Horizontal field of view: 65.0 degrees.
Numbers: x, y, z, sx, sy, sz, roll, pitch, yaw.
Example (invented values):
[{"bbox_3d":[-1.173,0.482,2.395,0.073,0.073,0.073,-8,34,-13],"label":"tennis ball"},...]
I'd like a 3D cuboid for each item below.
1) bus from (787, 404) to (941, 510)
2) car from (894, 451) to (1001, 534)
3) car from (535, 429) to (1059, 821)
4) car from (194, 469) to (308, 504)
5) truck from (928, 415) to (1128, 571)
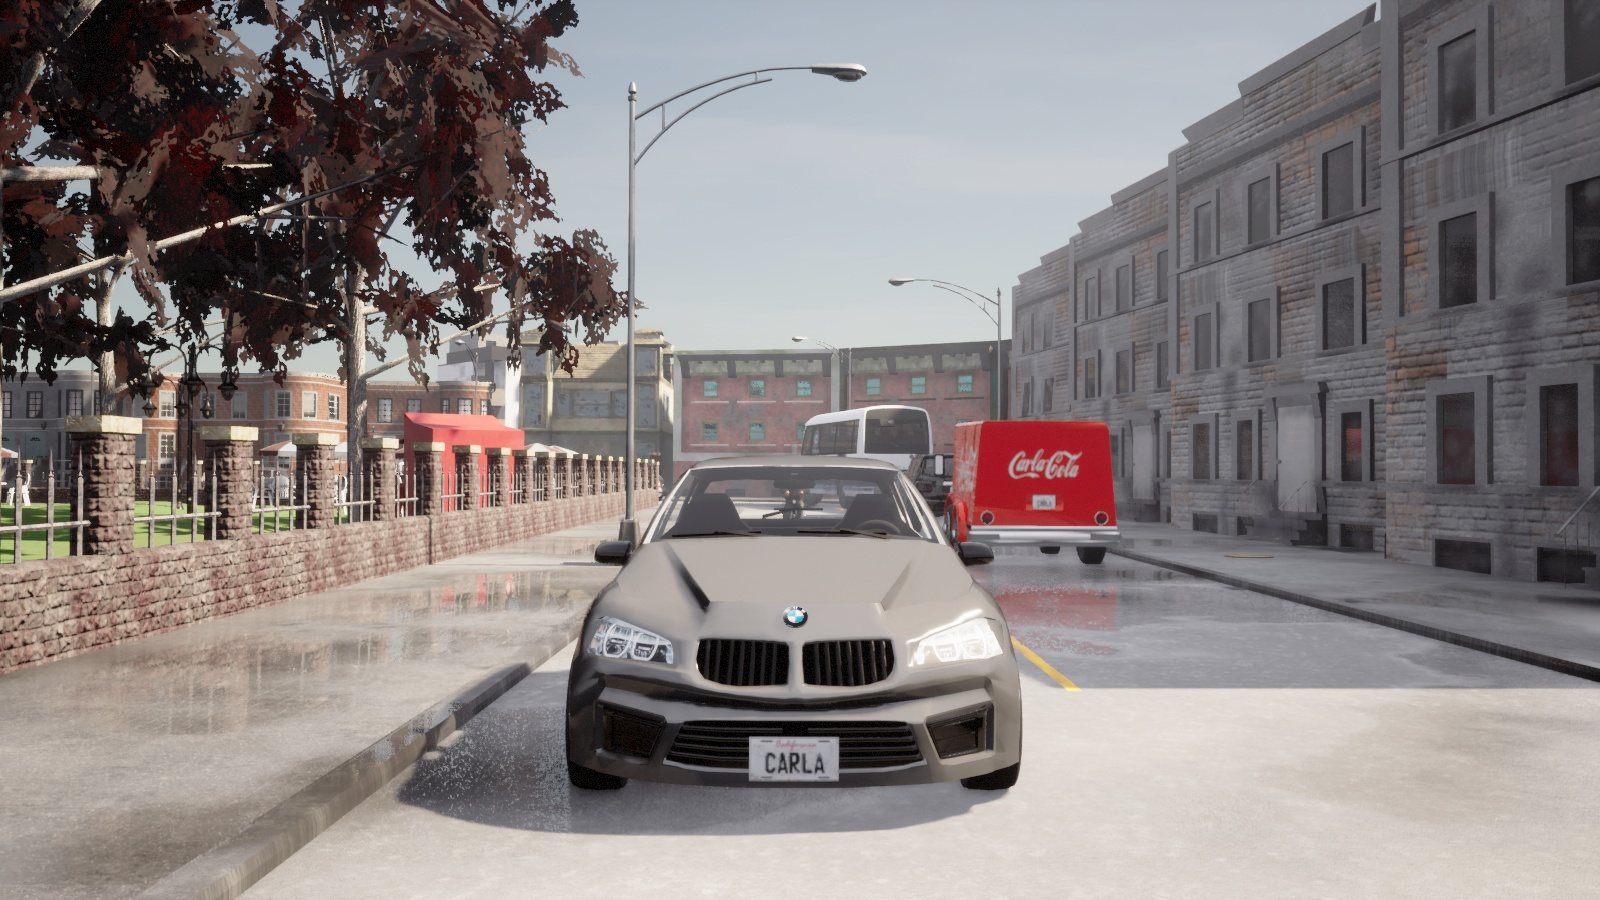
[{"bbox_3d":[2.569,0.366,55.959,3.944,4.253,10.273,0,-1,-15],"label":"bus"},{"bbox_3d":[3.854,1.086,33.795,2.150,2.045,5.566,0,-1,0],"label":"car"},{"bbox_3d":[-0.032,0.788,7.699,2.242,1.667,4.611,0,-1,0],"label":"car"},{"bbox_3d":[-26.865,1.798,61.614,4.611,1.667,2.242,0,-1,0],"label":"car"},{"bbox_3d":[3.902,0.700,22.626,2.627,2.467,5.204,0,0,0],"label":"truck"}]
